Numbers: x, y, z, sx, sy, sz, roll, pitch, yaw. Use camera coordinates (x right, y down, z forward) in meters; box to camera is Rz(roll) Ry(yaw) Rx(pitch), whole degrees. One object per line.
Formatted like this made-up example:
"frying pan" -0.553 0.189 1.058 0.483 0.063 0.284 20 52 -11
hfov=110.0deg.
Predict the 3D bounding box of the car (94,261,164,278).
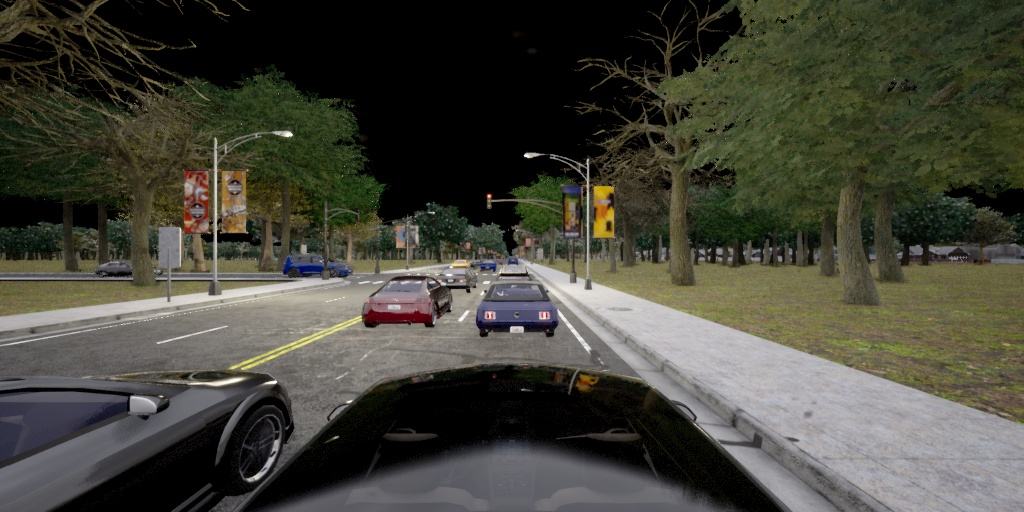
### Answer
"car" -33.637 1.210 31.589 4.902 1.511 2.128 0 0 0

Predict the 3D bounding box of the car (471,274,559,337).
"car" 0.123 1.351 10.190 1.895 1.301 4.718 0 0 0

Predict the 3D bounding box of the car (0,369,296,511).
"car" -3.152 1.314 1.862 1.994 1.385 4.181 0 0 0

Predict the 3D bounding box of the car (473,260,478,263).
"car" -6.432 1.369 55.593 1.895 1.301 4.718 0 0 0

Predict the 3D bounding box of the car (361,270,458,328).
"car" -3.117 1.314 11.426 1.994 1.385 4.181 0 0 -1

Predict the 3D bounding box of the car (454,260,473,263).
"car" -6.474 1.239 45.465 1.882 1.535 5.008 0 0 0

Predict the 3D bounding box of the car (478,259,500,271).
"car" -3.007 1.240 47.020 1.882 1.535 5.008 0 0 0

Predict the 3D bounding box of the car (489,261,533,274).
"car" 0.129 1.243 19.444 2.128 1.511 4.902 0 0 1

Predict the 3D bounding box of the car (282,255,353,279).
"car" -17.087 0.959 31.621 5.566 2.045 2.150 0 0 -1

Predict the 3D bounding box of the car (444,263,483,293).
"car" -3.098 1.299 20.667 2.033 1.411 5.357 0 0 0
